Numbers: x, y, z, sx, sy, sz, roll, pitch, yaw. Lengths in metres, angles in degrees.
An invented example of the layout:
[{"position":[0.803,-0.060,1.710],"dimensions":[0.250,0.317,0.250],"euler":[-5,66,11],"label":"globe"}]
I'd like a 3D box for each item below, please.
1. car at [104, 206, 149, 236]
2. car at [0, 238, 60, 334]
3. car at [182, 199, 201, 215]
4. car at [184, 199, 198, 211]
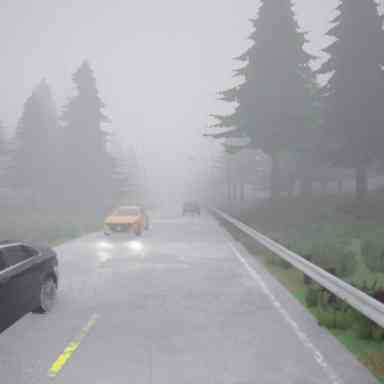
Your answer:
[{"position":[-3.665,1.579,19.204],"dimensions":[1.882,1.535,5.008],"euler":[0,0,0],"label":"car"},{"position":[-3.611,1.519,4.901],"dimensions":[2.128,1.511,4.902],"euler":[0,0,0],"label":"car"},{"position":[-0.073,1.685,36.745],"dimensions":[2.128,1.511,4.902],"euler":[0,0,0],"label":"car"},{"position":[-0.138,1.752,46.962],"dimensions":[1.837,1.490,4.892],"euler":[0,0,0],"label":"car"}]
